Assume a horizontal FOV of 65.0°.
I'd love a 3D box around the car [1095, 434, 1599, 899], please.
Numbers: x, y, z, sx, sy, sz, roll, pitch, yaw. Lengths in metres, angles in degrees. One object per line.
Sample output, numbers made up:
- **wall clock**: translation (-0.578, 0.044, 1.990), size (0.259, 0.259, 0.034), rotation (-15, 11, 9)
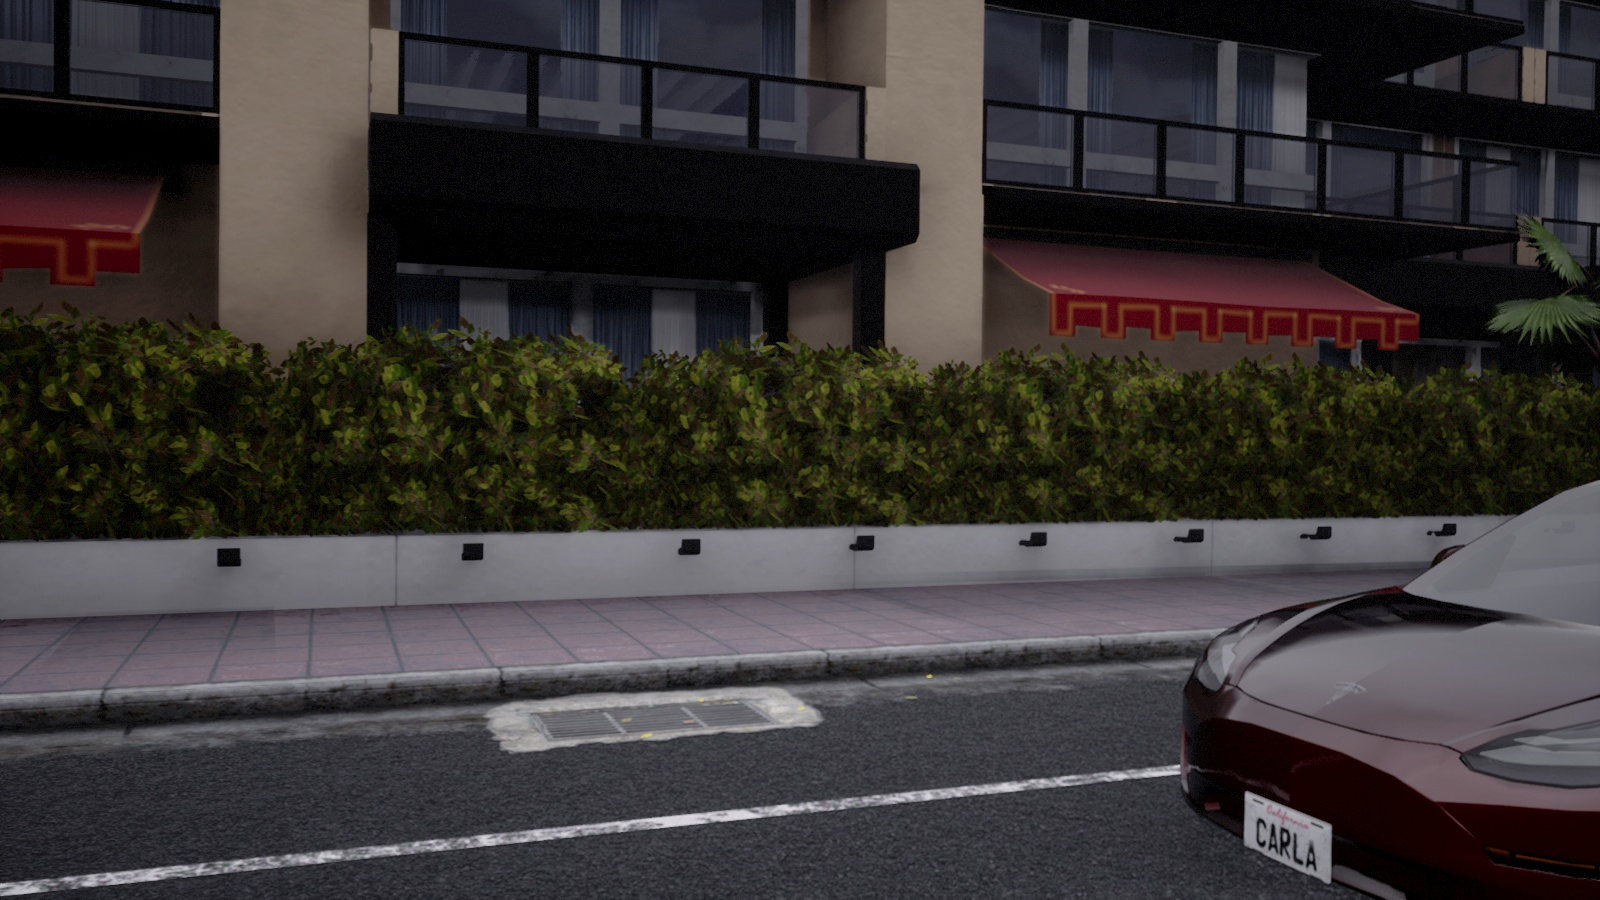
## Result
- **car**: translation (3.764, 0.688, 4.667), size (4.792, 1.488, 2.163), rotation (-1, 1, -21)
